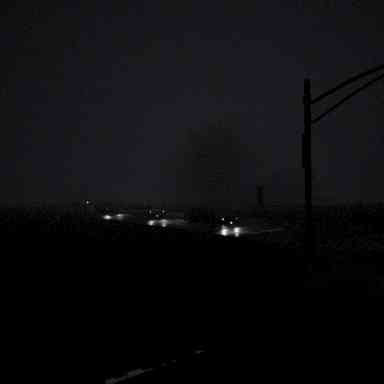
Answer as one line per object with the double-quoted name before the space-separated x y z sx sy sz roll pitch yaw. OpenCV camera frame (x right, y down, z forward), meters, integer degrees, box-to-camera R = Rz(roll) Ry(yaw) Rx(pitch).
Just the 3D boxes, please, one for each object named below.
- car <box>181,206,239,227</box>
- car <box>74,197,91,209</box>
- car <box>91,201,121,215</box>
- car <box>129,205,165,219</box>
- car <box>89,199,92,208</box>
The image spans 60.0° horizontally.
"car" 1.233 1.838 25.801 2.033 1.411 5.357 -1 0 -36
"car" -20.415 2.027 62.271 2.150 2.045 5.566 -1 0 -36
"car" -10.849 2.081 42.646 1.837 1.490 4.892 -1 0 -36
"car" -4.646 2.030 34.000 1.895 1.301 4.718 -1 0 -35
"car" -14.354 2.152 53.837 2.128 1.511 4.902 -1 0 -35
